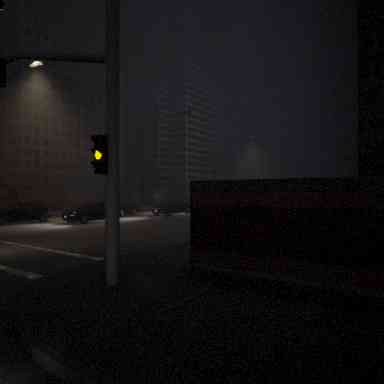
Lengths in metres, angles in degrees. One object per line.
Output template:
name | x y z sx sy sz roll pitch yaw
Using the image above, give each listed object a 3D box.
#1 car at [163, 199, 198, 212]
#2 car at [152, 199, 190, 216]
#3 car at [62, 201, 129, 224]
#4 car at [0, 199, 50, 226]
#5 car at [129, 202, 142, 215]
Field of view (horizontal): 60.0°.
car | -1.322 1.564 39.470 1.994 1.385 4.181 0 0 36
car | -1.898 1.491 32.717 2.128 1.511 4.902 0 0 36
car | -7.400 1.505 25.121 1.837 1.490 4.892 0 0 36
car | -12.662 1.352 23.793 2.097 1.767 4.553 0 0 36
car | -7.121 1.547 31.478 2.033 1.411 5.357 0 0 36
